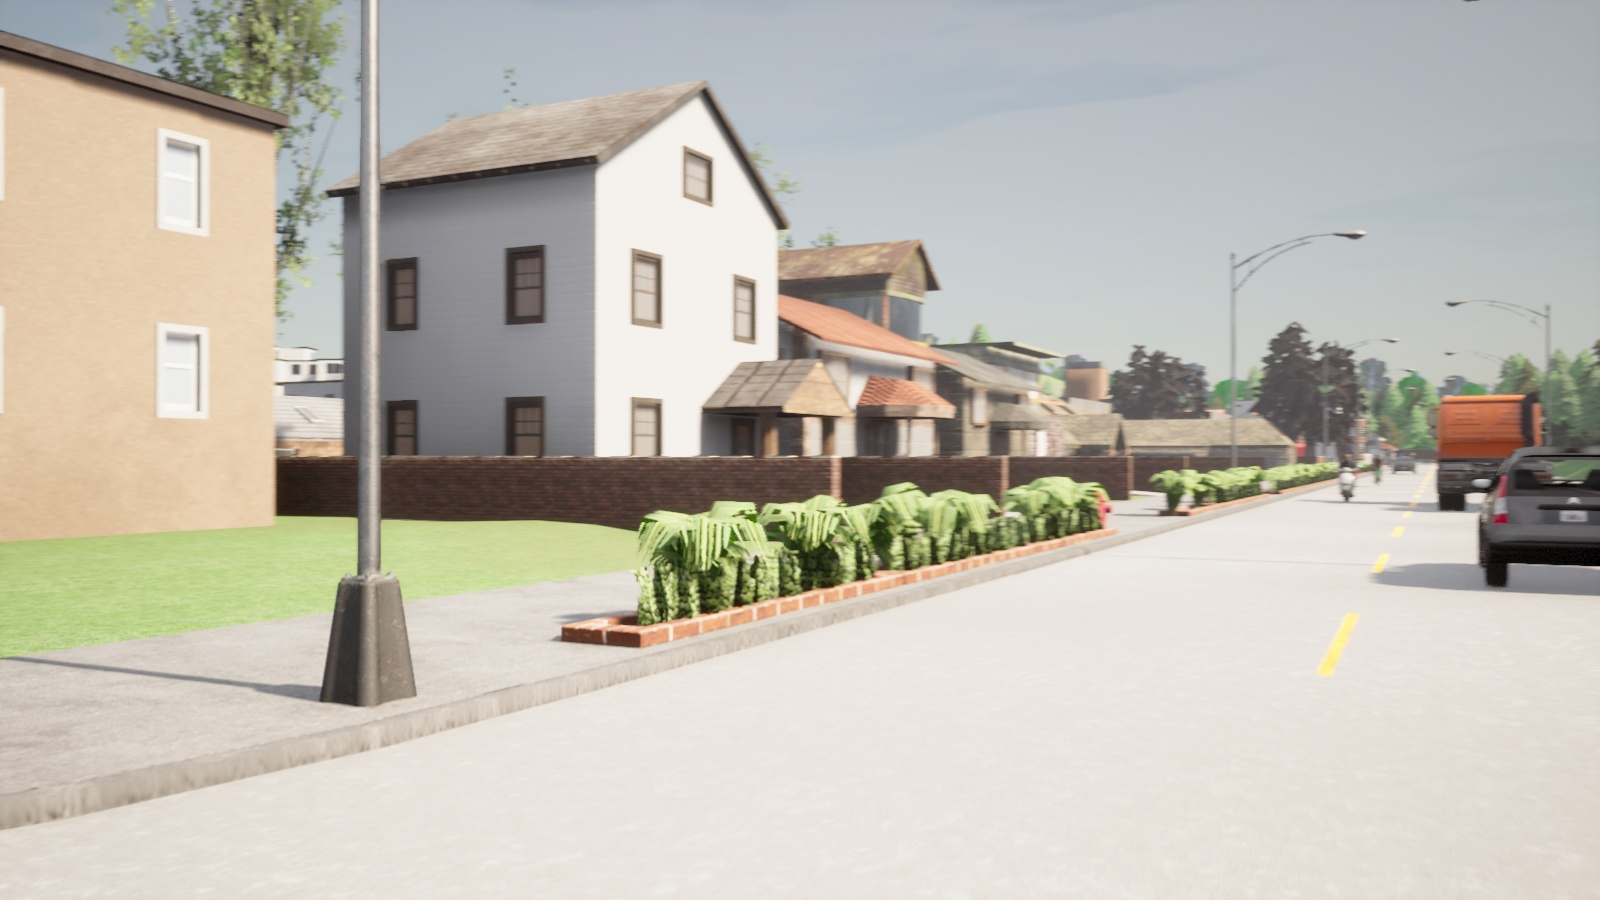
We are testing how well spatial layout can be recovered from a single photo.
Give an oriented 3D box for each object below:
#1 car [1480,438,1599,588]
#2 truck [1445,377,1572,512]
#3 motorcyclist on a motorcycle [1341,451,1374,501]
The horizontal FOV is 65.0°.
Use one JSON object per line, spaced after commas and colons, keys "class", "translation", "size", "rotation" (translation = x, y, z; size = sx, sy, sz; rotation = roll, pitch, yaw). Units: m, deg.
{"class": "car", "translation": [9.411, 0.684, 15.351], "size": [1.851, 1.617, 3.988], "rotation": [0, 0, 27]}
{"class": "truck", "translation": [20.352, -0.132, 36.410], "size": [2.891, 3.462, 7.936], "rotation": [0, 0, 27]}
{"class": "motorcyclist on a motorcycle", "translation": [18.139, 0.836, 40.812], "size": [0.866, 1.590, 1.817], "rotation": [0, 0, 27]}
